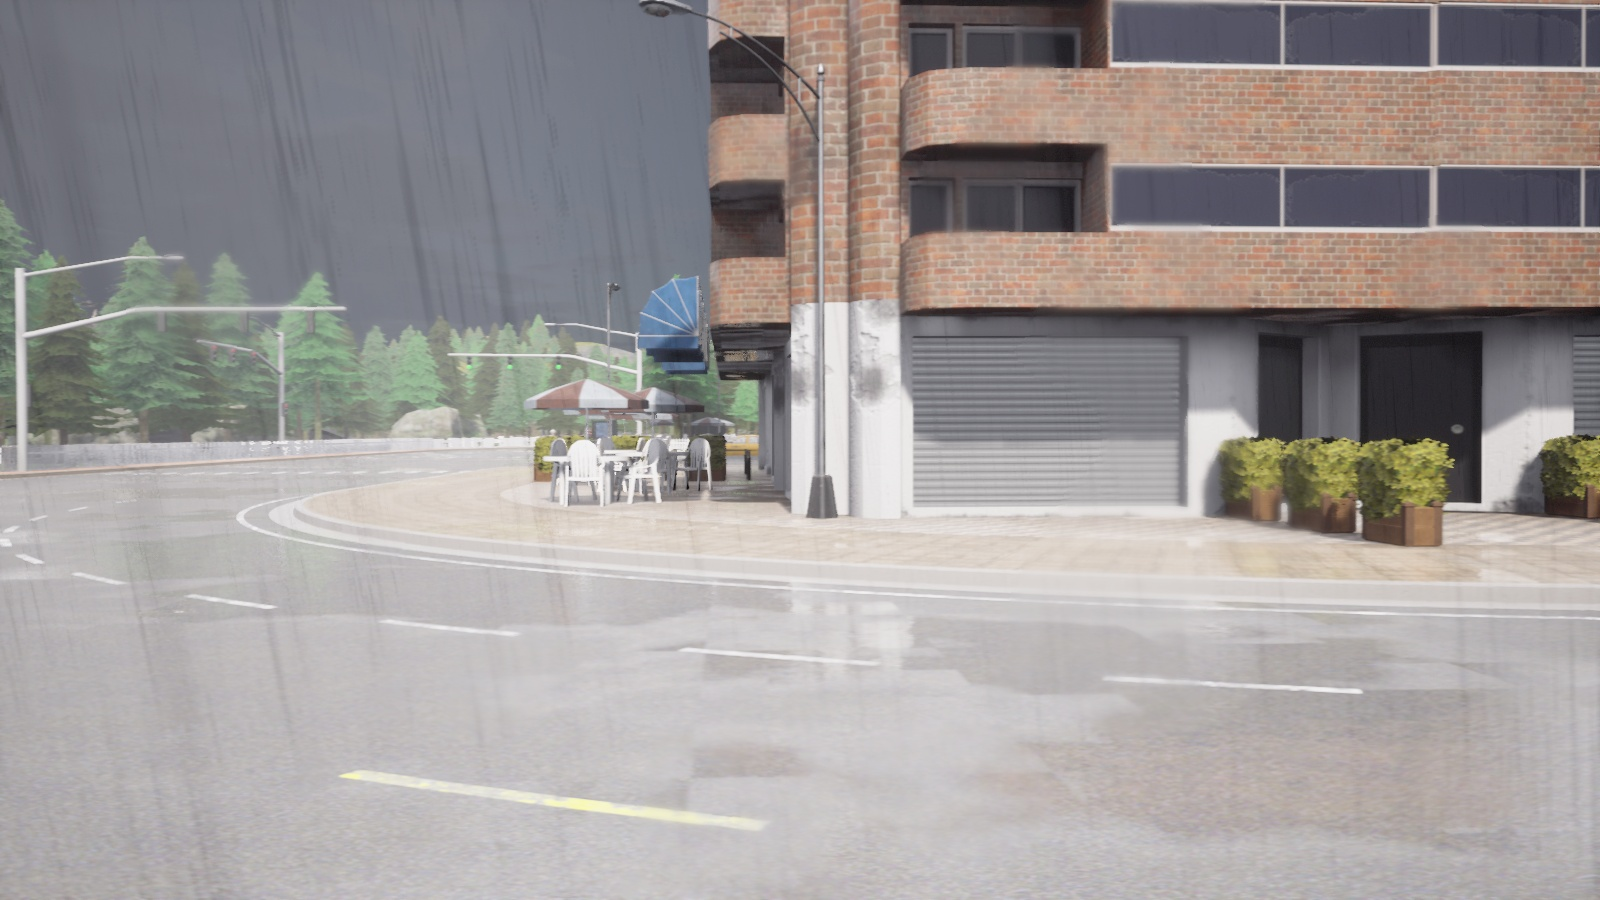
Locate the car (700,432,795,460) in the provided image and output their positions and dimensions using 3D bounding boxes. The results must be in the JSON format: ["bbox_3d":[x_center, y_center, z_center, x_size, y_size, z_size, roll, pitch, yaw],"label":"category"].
[{"bbox_3d":[-2.980,-0.244,71.471,5.366,1.575,1.801,0,1,-3],"label":"car"}]
